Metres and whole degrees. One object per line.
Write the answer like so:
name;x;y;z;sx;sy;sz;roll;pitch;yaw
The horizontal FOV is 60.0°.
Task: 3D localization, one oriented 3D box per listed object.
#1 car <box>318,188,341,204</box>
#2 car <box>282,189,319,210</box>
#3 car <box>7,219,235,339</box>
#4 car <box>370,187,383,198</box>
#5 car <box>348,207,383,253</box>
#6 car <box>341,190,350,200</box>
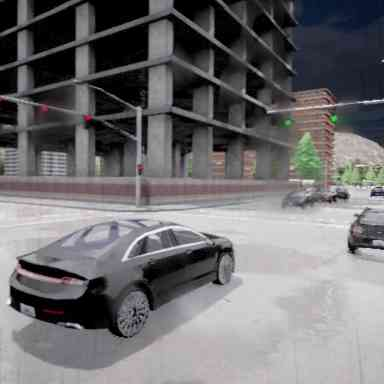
car;14.825;0.300;37.235;2.097;1.767;4.553;2;2;33
car;9.294;0.675;28.815;1.812;1.442;4.674;2;2;34
car;-0.821;1.266;6.347;2.128;1.511;4.902;2;2;33
car;30.894;-0.068;55.043;2.097;1.767;4.553;2;2;33
car;6.573;1.232;11.410;1.812;1.442;4.674;2;2;33
car;20.399;0.347;45.665;1.895;1.301;4.718;2;2;34
